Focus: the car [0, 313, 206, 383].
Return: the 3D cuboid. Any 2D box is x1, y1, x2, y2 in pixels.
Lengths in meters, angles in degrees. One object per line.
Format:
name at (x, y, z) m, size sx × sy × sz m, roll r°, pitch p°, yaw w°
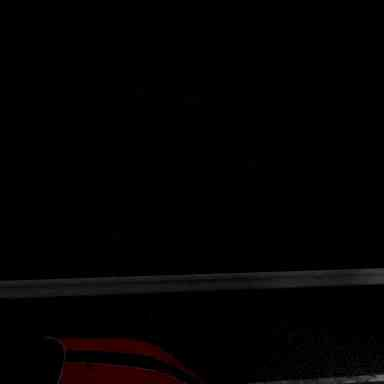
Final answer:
car at (-1.890, 1.352, 1.623) m, size 4.553 × 1.767 × 2.097 m, roll 0°, pitch 0°, yaw -6°
